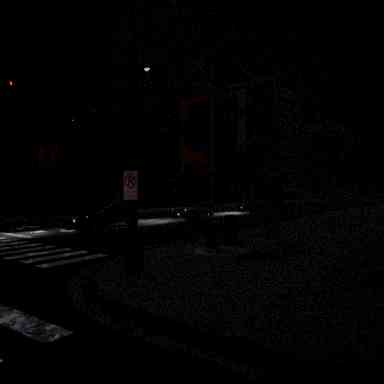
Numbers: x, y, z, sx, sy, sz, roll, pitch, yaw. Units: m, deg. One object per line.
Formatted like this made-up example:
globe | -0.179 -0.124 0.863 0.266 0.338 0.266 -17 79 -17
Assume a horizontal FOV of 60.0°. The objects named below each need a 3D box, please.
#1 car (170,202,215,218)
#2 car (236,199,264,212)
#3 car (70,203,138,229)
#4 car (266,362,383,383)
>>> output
car | 0.113 1.640 30.693 1.895 1.301 4.718 0 0 36
car | 7.159 1.555 40.625 2.128 1.511 4.902 0 0 35
car | -5.781 1.513 22.332 2.128 1.511 4.902 0 0 36
car | 2.198 1.551 1.278 4.403 1.369 2.008 0 0 36
